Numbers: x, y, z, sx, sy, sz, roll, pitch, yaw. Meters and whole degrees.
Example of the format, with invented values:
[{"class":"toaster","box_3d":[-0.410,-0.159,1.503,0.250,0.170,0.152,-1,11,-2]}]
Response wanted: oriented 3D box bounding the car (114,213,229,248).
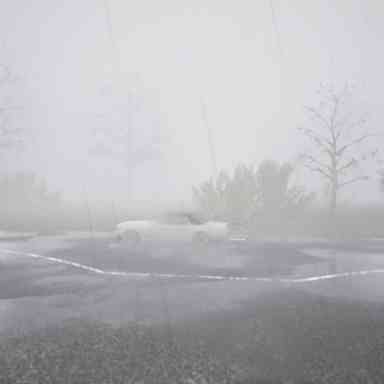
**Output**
[{"class":"car","box_3d":[-0.831,1.554,14.174,4.718,1.301,1.895,0,0,9]}]
